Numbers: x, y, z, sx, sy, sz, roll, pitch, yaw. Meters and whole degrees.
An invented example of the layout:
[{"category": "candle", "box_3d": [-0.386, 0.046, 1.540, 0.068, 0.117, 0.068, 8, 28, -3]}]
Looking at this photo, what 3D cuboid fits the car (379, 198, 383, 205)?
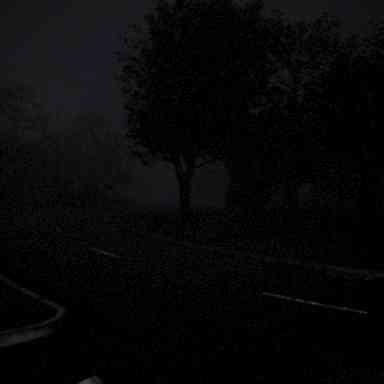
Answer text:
[{"category": "car", "box_3d": [42.359, 2.210, 71.565, 4.892, 1.521, 2.231, 1, -1, 23]}]
